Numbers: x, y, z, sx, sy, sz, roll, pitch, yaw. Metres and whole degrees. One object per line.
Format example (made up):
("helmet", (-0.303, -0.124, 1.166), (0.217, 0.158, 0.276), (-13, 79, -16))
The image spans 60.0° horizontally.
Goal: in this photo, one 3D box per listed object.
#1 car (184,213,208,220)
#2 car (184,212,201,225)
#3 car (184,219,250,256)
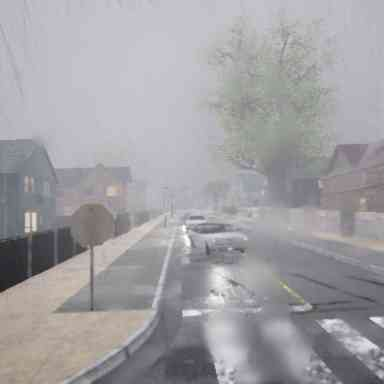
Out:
("car", (0.358, 2.627, 28.477), (1.812, 1.442, 4.674), (-2, -2, -2))
("car", (-0.004, 3.188, 40.672), (1.895, 1.301, 4.718), (-2, -2, -1))
("car", (1.157, 2.208, 16.291), (1.895, 1.301, 4.718), (-1, -2, -13))
